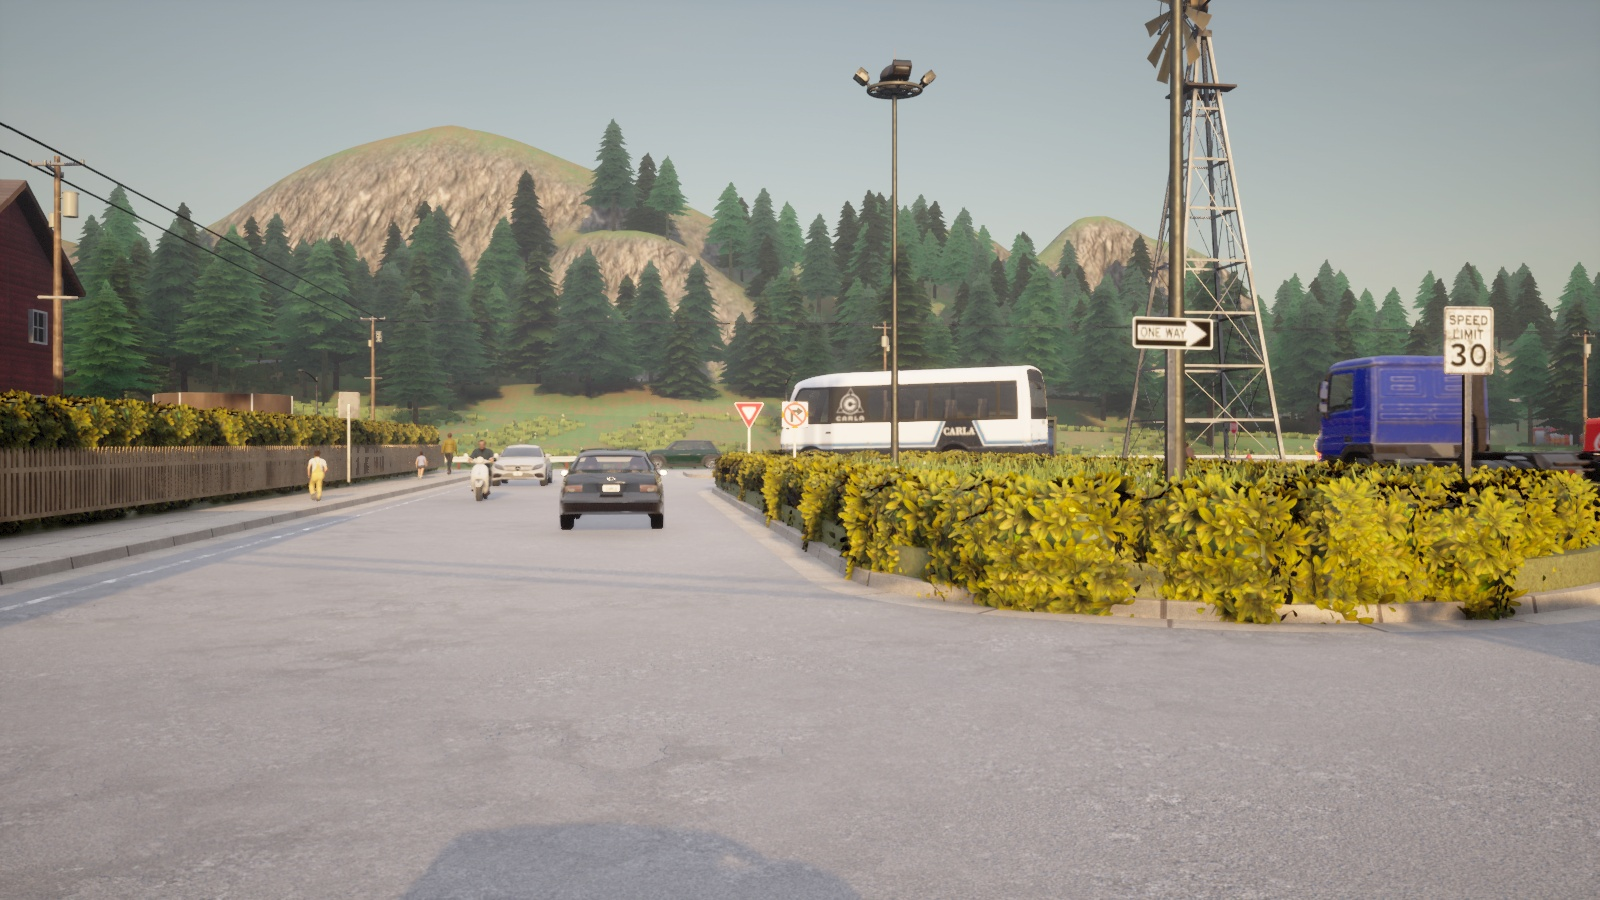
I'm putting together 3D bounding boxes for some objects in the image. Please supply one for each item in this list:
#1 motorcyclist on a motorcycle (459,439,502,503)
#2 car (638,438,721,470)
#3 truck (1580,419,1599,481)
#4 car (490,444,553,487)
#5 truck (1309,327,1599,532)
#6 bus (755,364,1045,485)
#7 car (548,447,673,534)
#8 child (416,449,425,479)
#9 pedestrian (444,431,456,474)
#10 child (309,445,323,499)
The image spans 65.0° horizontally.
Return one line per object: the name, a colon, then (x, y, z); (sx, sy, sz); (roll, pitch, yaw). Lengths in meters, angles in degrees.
motorcyclist on a motorcycle: (-8.198, 0.513, 32.318); (0.866, 1.590, 1.817); (0, 0, -8)
car: (-6.747, 0.207, 70.255); (4.553, 1.767, 2.097); (0, 0, -7)
truck: (33.079, 0.018, 48.194); (2.627, 2.467, 5.204); (0, 0, -8)
car: (-9.842, 0.515, 44.642); (1.812, 1.442, 4.674); (0, 0, -8)
truck: (13.739, -0.365, 25.276); (2.891, 3.462, 7.936); (0, 0, -8)
bus: (3.822, -0.896, 48.181); (10.273, 4.253, 3.944); (-1, 1, 23)
car: (-3.478, 0.660, 23.401); (2.033, 1.411, 5.357); (0, 0, -8)
child: (-14.209, 0.507, 47.015); (0.255, 1.110, 0.394); (0, 0, -9)
pedestrian: (-14.985, 0.089, 53.753); (0.370, 1.835, 0.726); (0, 0, -4)
child: (-11.314, 0.508, 29.354); (0.270, 1.263, 0.437); (0, 0, -27)
